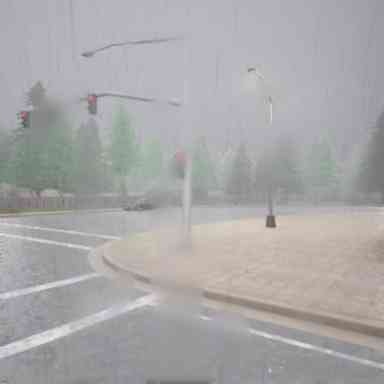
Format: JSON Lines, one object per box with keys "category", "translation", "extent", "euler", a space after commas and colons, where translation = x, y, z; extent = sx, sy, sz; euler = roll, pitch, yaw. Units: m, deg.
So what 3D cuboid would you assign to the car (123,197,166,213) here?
{"category": "car", "translation": [-4.763, 1.295, 33.900], "extent": [1.837, 1.490, 4.892], "euler": [-1, 0, 42]}
